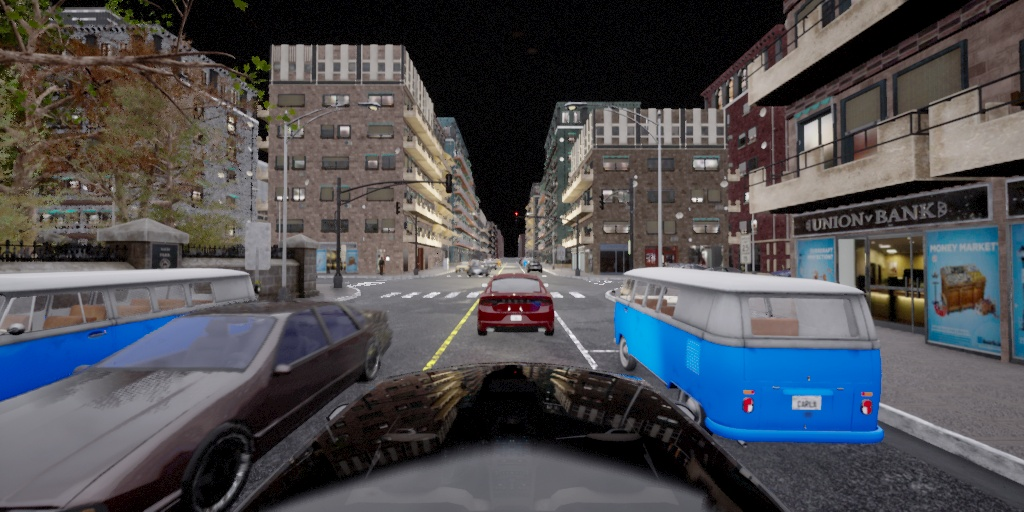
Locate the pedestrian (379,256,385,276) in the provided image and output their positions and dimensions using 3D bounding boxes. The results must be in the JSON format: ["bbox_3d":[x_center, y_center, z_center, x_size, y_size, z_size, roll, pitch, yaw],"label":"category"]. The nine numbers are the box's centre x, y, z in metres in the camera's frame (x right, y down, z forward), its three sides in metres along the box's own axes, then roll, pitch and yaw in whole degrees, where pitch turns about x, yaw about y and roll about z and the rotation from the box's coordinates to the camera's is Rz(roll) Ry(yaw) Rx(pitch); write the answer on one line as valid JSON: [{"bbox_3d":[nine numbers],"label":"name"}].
[{"bbox_3d":[-12.544,0.961,34.481,0.375,1.860,0.375,0,-1,1],"label":"pedestrian"}]

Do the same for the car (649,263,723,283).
[{"bbox_3d":[13.792,1.359,28.638,4.902,1.511,2.128,0,-1,1],"label":"car"}]

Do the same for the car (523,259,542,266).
[{"bbox_3d":[2.685,1.322,43.041,1.948,1.339,4.313,0,0,0],"label":"car"}]

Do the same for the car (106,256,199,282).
[{"bbox_3d":[-25.835,0.944,25.898,4.553,1.767,2.097,0,-1,1],"label":"car"}]

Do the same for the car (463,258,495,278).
[{"bbox_3d":[-3.106,1.246,34.287,2.128,1.511,4.902,0,0,0],"label":"car"}]

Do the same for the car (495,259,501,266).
[{"bbox_3d":[-3.104,1.249,51.107,2.128,1.511,4.902,0,0,0],"label":"car"}]

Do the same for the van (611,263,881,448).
[{"bbox_3d":[2.658,1.091,5.094,1.690,1.789,3.998,0,0,0],"label":"van"}]

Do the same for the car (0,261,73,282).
[{"bbox_3d":[-35.768,1.087,26.016,5.357,1.411,2.033,0,-1,1],"label":"car"}]

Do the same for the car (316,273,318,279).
[{"bbox_3d":[-16.608,1.134,25.787,4.902,1.511,2.128,0,-1,1],"label":"car"}]

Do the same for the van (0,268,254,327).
[{"bbox_3d":[-5.657,1.091,5.095,1.690,1.789,3.998,0,0,0],"label":"van"}]

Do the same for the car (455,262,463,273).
[{"bbox_3d":[-5.695,1.281,42.870,1.751,1.417,4.829,0,0,0],"label":"car"}]

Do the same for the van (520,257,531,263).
[{"bbox_3d":[2.683,1.101,59.968,1.690,1.789,3.998,0,0,0],"label":"van"}]

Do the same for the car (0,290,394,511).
[{"bbox_3d":[-3.100,1.298,4.400,2.033,1.411,5.357,0,0,0],"label":"car"}]

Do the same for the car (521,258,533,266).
[{"bbox_3d":[2.684,1.307,48.684,2.007,1.370,4.403,0,0,0],"label":"car"}]

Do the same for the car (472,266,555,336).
[{"bbox_3d":[0.096,1.228,10.456,1.882,1.535,5.008,0,0,0],"label":"car"}]

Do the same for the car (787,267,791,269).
[{"bbox_3d":[23.119,1.446,28.527,4.674,1.442,1.812,0,-1,1],"label":"car"}]
